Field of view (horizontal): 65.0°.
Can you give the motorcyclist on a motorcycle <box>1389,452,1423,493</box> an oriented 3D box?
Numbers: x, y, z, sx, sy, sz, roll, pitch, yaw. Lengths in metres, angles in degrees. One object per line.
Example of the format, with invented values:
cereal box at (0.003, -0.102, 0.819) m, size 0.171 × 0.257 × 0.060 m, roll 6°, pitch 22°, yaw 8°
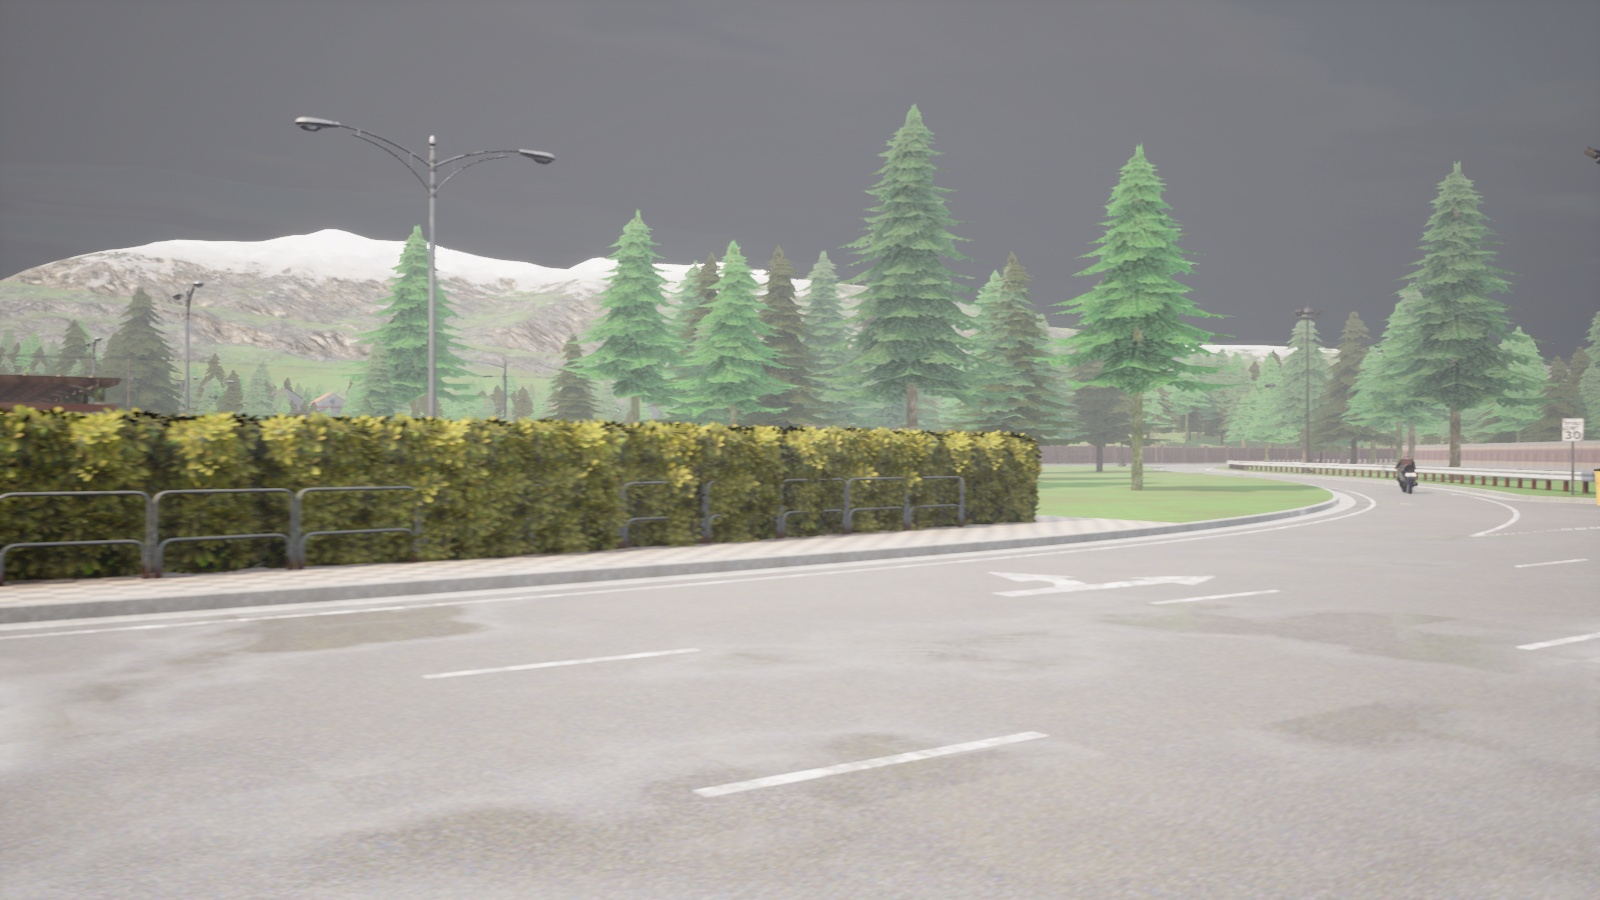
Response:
motorcyclist on a motorcycle at (23.211, 0.849, 48.136) m, size 0.866 × 1.530 × 2.191 m, roll 0°, pitch 0°, yaw 18°
